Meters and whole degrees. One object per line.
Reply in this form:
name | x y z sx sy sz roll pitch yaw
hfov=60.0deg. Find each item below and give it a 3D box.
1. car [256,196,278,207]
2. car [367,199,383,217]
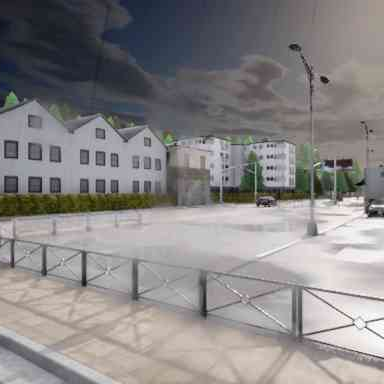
car | 10.668 1.342 47.135 1.837 1.490 4.892 0 0 32
car | 15.416 1.303 26.815 2.007 1.523 4.514 0 0 35
